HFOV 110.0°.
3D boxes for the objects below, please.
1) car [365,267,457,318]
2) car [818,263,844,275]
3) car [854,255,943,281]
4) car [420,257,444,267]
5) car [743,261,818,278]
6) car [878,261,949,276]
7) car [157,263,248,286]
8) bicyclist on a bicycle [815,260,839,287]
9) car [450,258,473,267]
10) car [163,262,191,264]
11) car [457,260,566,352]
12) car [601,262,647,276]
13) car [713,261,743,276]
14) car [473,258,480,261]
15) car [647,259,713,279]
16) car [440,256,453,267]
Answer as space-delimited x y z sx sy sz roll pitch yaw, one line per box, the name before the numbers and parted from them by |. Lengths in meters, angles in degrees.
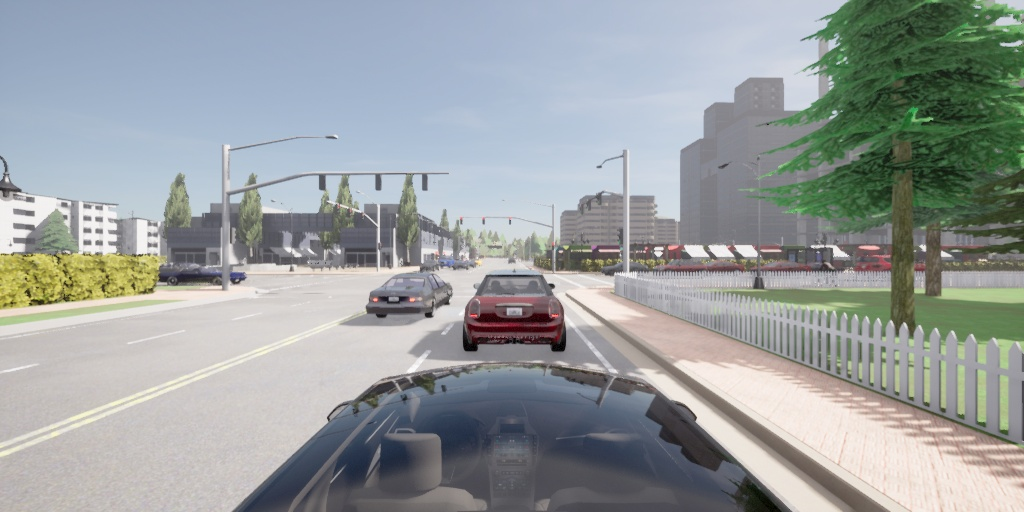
car | -3.420 1.295 12.924 2.033 1.411 5.357 0 0 0
car | 30.449 1.343 36.227 4.718 1.301 1.895 0 0 -1
car | 31.113 0.965 29.046 5.566 2.045 2.150 0 0 -1
car | -10.608 1.244 46.518 1.837 1.490 4.892 0 0 0
car | 24.288 1.221 32.571 5.008 1.535 1.882 0 0 -1
car | 40.674 1.234 36.454 4.902 1.511 2.128 0 0 -1
car | -20.882 1.346 24.337 4.718 1.301 1.895 0 0 -1
bicyclist on a bicycle | 18.789 1.048 21.447 0.582 1.620 1.656 0 0 -1
car | -7.107 1.302 51.095 1.994 1.385 4.181 0 0 0
car | -25.392 1.235 27.732 4.902 1.511 2.128 0 0 -2
car | 0.063 1.100 9.089 2.097 1.767 4.553 0 0 0
car | 11.226 1.268 35.726 4.674 1.442 1.812 0 0 -1
car | 20.551 1.220 35.981 5.008 1.535 1.882 0 0 -1
car | -7.092 1.284 60.338 2.033 1.411 5.357 0 0 0
car | 15.075 1.095 32.339 4.553 1.767 2.097 0 0 -1
car | -10.600 0.953 57.064 2.150 2.045 5.566 0 1 0
